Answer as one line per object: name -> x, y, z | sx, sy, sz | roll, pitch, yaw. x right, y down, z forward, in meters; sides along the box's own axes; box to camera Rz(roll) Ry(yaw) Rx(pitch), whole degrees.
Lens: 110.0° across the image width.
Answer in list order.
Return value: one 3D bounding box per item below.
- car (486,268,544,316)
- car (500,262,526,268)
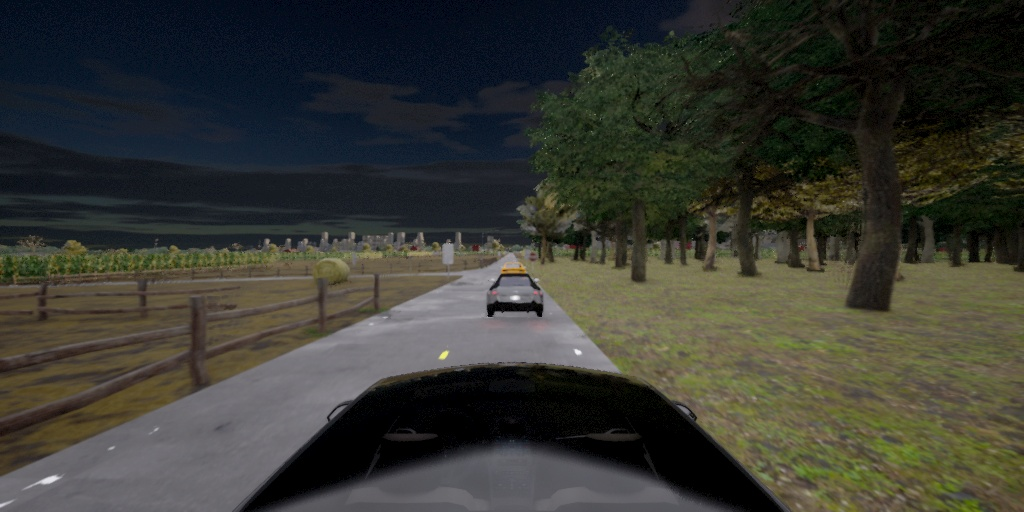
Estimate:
car -> 0.104, 1.326, 13.530 | 1.994, 1.385, 4.181 | 0, 0, 0
car -> 0.103, 1.245, 28.110 | 1.882, 1.535, 5.008 | 0, 0, 0
